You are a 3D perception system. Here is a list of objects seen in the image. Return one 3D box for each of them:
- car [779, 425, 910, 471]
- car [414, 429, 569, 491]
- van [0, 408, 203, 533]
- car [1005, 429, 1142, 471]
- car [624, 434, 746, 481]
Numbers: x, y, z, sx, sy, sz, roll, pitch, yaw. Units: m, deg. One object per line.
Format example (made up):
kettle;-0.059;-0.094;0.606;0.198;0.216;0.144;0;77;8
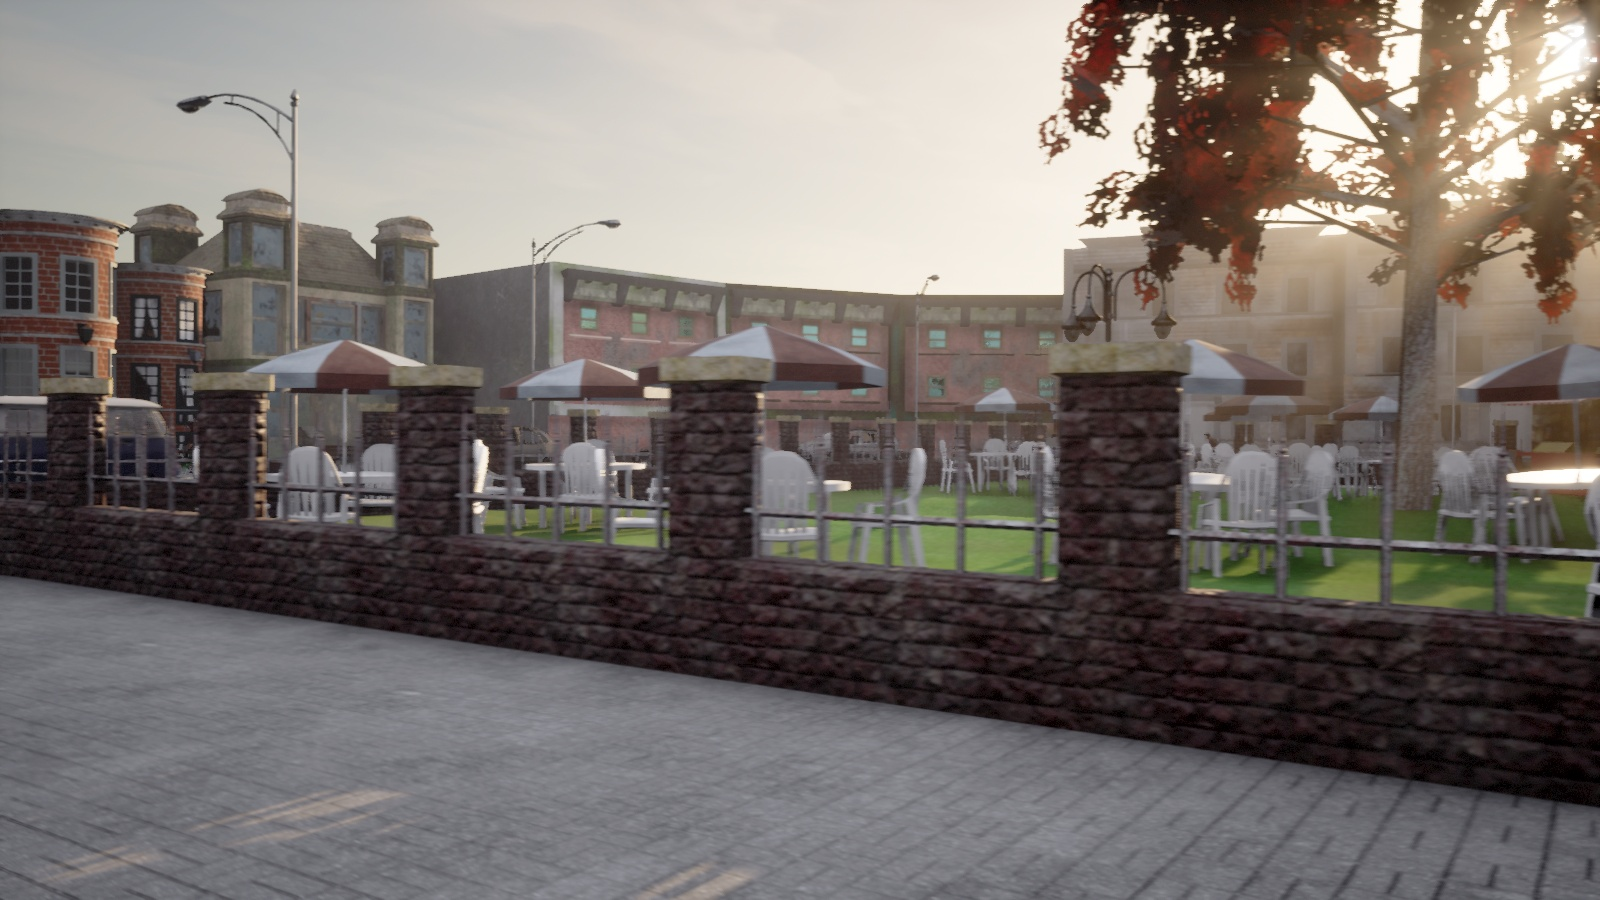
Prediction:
car;1.751;-0.105;48.915;4.611;1.667;2.242;-1;1;-31
car;-8.516;0.229;34.974;1.851;1.617;3.988;0;1;34
van;-12.767;0.308;21.350;1.775;1.987;4.442;0;1;33
car;10.058;0.006;46.574;4.792;1.488;2.163;0;1;8
car;-3.802;0.205;42.079;1.816;1.474;4.193;0;1;34
